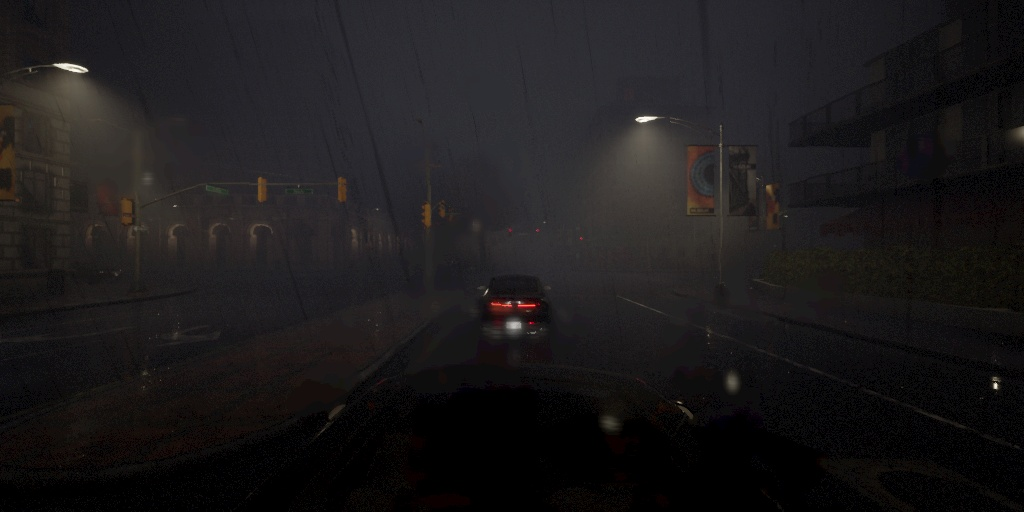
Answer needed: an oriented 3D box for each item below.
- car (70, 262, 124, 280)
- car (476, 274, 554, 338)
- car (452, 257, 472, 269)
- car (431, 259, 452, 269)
[{"bbox_3d":[-33.895,1.241,28.511,4.902,1.511,2.128,0,0,0],"label":"car"},{"bbox_3d":[0.079,1.255,10.104,1.837,1.490,4.892,0,0,0],"label":"car"},{"bbox_3d":[-8.040,1.276,58.302,1.812,1.442,4.674,0,0,0],"label":"car"},{"bbox_3d":[-11.531,1.276,58.528,1.812,1.442,4.674,0,0,0],"label":"car"}]
